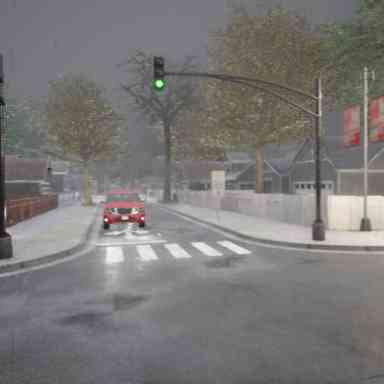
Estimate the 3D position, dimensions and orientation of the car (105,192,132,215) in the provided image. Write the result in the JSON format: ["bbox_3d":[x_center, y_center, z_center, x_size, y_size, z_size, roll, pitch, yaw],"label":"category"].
[{"bbox_3d":[-6.462,0.907,29.037,2.097,1.767,4.553,-1,1,-14],"label":"car"}]

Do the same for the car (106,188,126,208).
[{"bbox_3d":[-8.996,0.630,39.357,2.150,2.045,5.566,-1,1,-14],"label":"car"}]

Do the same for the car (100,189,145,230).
[{"bbox_3d":[-4.062,0.914,19.421,2.150,2.045,5.566,-1,1,-14],"label":"car"}]
